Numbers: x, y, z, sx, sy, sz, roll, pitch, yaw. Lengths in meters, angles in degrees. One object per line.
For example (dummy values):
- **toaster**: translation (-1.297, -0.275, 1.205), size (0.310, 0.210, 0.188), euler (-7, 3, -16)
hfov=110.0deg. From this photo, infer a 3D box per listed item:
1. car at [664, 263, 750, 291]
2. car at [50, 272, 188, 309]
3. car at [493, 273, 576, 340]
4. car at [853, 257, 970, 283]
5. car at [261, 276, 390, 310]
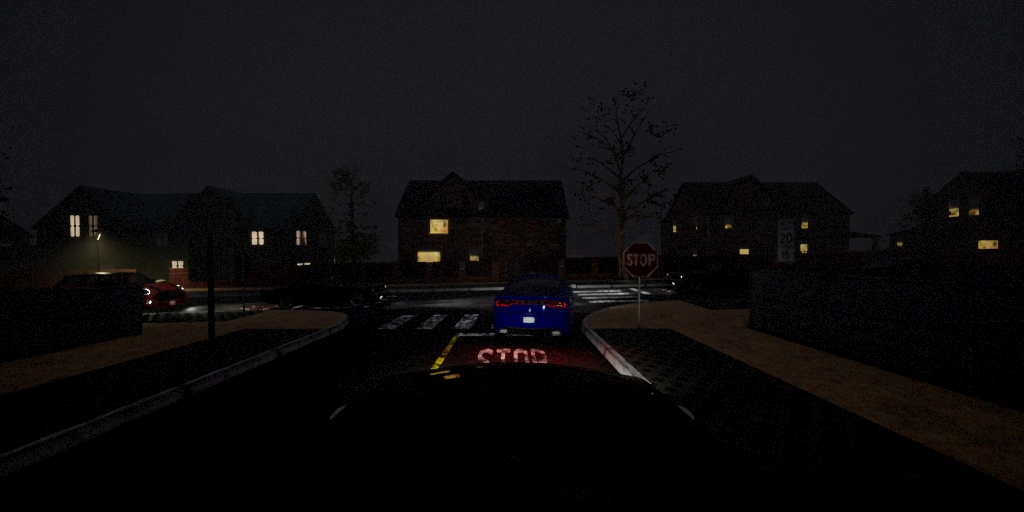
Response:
- **car**: translation (10.406, 1.034, 18.303), size (4.718, 1.301, 1.895), euler (-1, 1, -1)
- **car**: translation (-16.803, 1.472, 15.360), size (4.553, 1.767, 2.097), euler (-1, 1, 0)
- **car**: translation (0.784, 1.226, 10.165), size (1.882, 1.535, 5.008), euler (0, 0, 10)
- **car**: translation (20.051, 0.753, 18.342), size (5.357, 1.411, 2.033), euler (-1, 1, 0)
- **car**: translation (-7.815, 1.506, 15.371), size (4.718, 1.301, 1.895), euler (-1, 1, 0)
